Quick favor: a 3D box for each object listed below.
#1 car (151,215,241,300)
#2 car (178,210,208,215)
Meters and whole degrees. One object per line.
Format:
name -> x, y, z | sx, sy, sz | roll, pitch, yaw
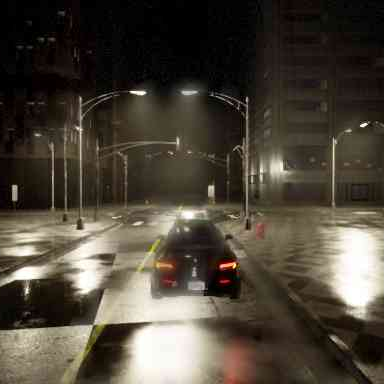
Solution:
car -> 0.077, 1.523, 8.282 | 1.812, 1.442, 4.674 | 0, 0, 0
car -> 0.059, 1.594, 17.307 | 1.895, 1.301, 4.718 | 0, 0, 0
